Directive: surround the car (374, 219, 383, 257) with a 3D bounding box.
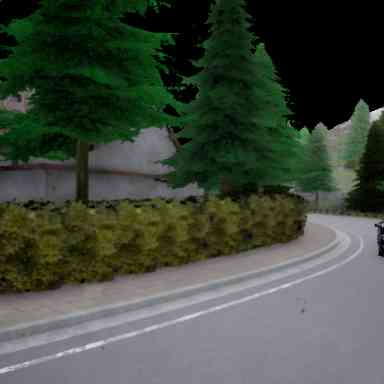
[{"bbox_3d":[8.346,1.605,13.003,2.128,1.511,4.902,0,-1,29],"label":"car"}]
